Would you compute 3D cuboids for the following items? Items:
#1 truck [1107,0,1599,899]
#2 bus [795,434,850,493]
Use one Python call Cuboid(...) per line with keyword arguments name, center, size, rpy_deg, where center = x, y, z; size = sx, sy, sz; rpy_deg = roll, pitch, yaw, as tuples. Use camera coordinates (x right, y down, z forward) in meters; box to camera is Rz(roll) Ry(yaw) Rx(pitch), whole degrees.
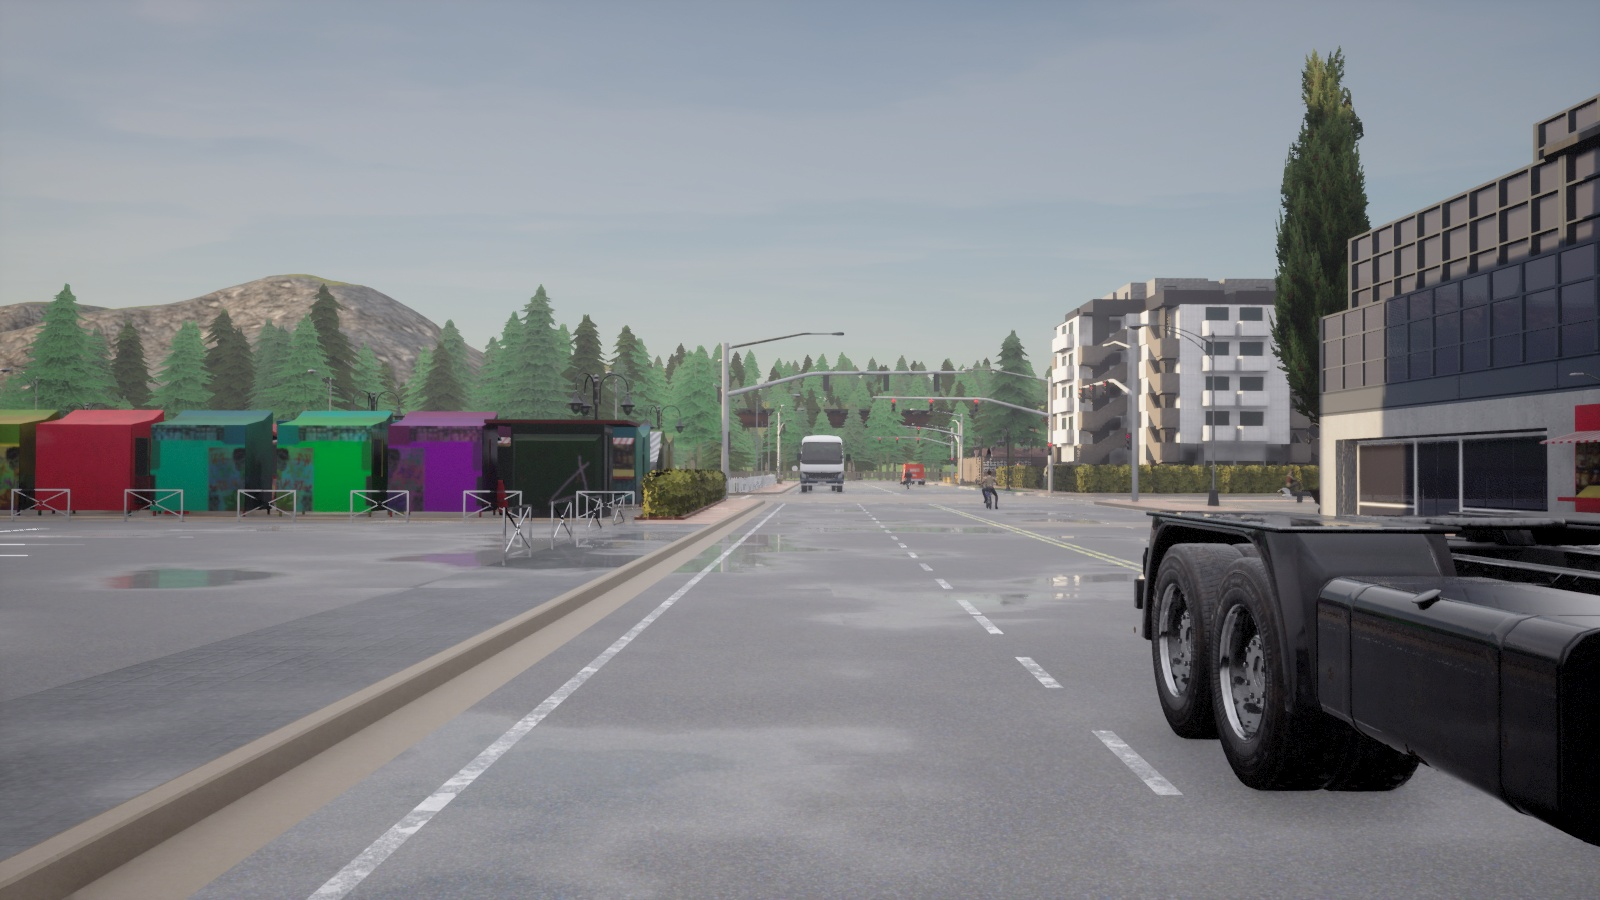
Cuboid(name="truck", center=(3.537, -0.102, 4.747), size=(2.891, 3.462, 7.936), rpy_deg=(0, -1, 1))
Cuboid(name="bus", center=(1.699, 1.041, 96.111), size=(3.944, 4.253, 10.273), rpy_deg=(0, -1, 1))
